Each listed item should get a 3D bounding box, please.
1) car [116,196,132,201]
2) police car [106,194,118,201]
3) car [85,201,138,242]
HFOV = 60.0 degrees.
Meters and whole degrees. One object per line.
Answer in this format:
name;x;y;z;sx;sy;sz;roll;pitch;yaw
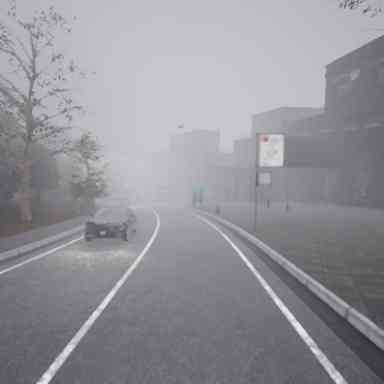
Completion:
car;-11.279;1.588;56.274;1.895;1.301;4.718;-2;0;-18
police car;-20.720;1.432;88.848;1.930;1.638;5.238;-3;1;-26
car;-3.842;1.440;16.422;1.882;1.535;5.008;0;0;-3
